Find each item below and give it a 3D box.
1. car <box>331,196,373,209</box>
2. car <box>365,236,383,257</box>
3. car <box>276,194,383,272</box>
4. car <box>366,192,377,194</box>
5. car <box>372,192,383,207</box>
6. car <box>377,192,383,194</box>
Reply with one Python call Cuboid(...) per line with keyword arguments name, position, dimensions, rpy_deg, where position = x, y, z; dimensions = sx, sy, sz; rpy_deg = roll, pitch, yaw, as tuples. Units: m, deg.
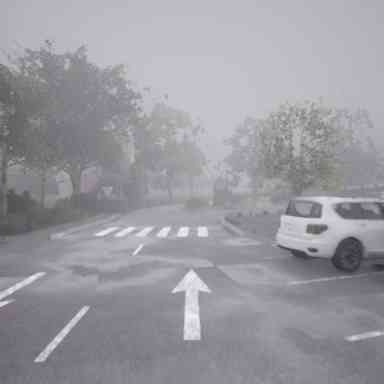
Cuboid(name="car", position=(20.879, 1.310, 43.631), dimensions=(2.163, 1.488, 4.792), rpy_deg=(0, 0, -21))
Cuboid(name="car", position=(5.194, 1.456, 4.458), dimensions=(5.366, 1.575, 1.946), rpy_deg=(1, 1, -20))
Cuboid(name="car", position=(5.372, 1.180, 10.550), dimensions=(5.566, 2.045, 2.435), rpy_deg=(1, 0, -20))
Cuboid(name="car", position=(23.902, 1.029, 43.717), dimensions=(2.435, 2.045, 5.566), rpy_deg=(0, 0, -21))
Cuboid(name="car", position=(26.962, 1.028, 43.759), dimensions=(2.435, 2.045, 5.566), rpy_deg=(0, -1, -22))
Cuboid(name="car", position=(18.310, 1.107, 26.565), dimensions=(2.435, 2.045, 5.566), rpy_deg=(0, 1, -21))
